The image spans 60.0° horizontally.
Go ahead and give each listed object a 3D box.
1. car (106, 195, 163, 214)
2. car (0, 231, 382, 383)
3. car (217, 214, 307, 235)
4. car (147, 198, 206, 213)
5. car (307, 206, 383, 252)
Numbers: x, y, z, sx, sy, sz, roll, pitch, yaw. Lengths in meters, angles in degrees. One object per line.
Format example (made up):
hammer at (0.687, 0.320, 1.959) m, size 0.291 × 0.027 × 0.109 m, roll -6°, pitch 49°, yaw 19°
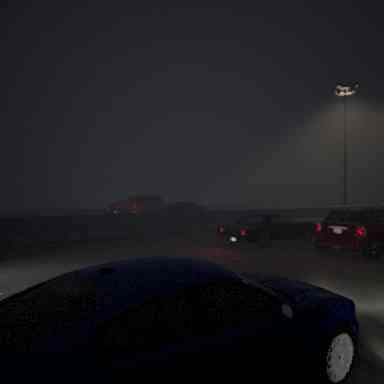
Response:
car at (-4.980, 1.274, 30.446) m, size 5.566 × 2.045 × 2.150 m, roll 1°, pitch 0°, yaw -35°
car at (-0.140, 1.485, 3.639) m, size 5.008 × 1.535 × 1.882 m, roll 0°, pitch 0°, yaw -36°
car at (3.497, 1.644, 14.837) m, size 4.718 × 1.301 × 1.895 m, roll 0°, pitch 0°, yaw -35°
car at (-1.031, 1.539, 28.932) m, size 5.008 × 1.535 × 1.882 m, roll 1°, pitch 0°, yaw -35°
car at (6.856, 1.402, 12.933) m, size 4.553 × 1.767 × 2.097 m, roll 0°, pitch 0°, yaw -35°
